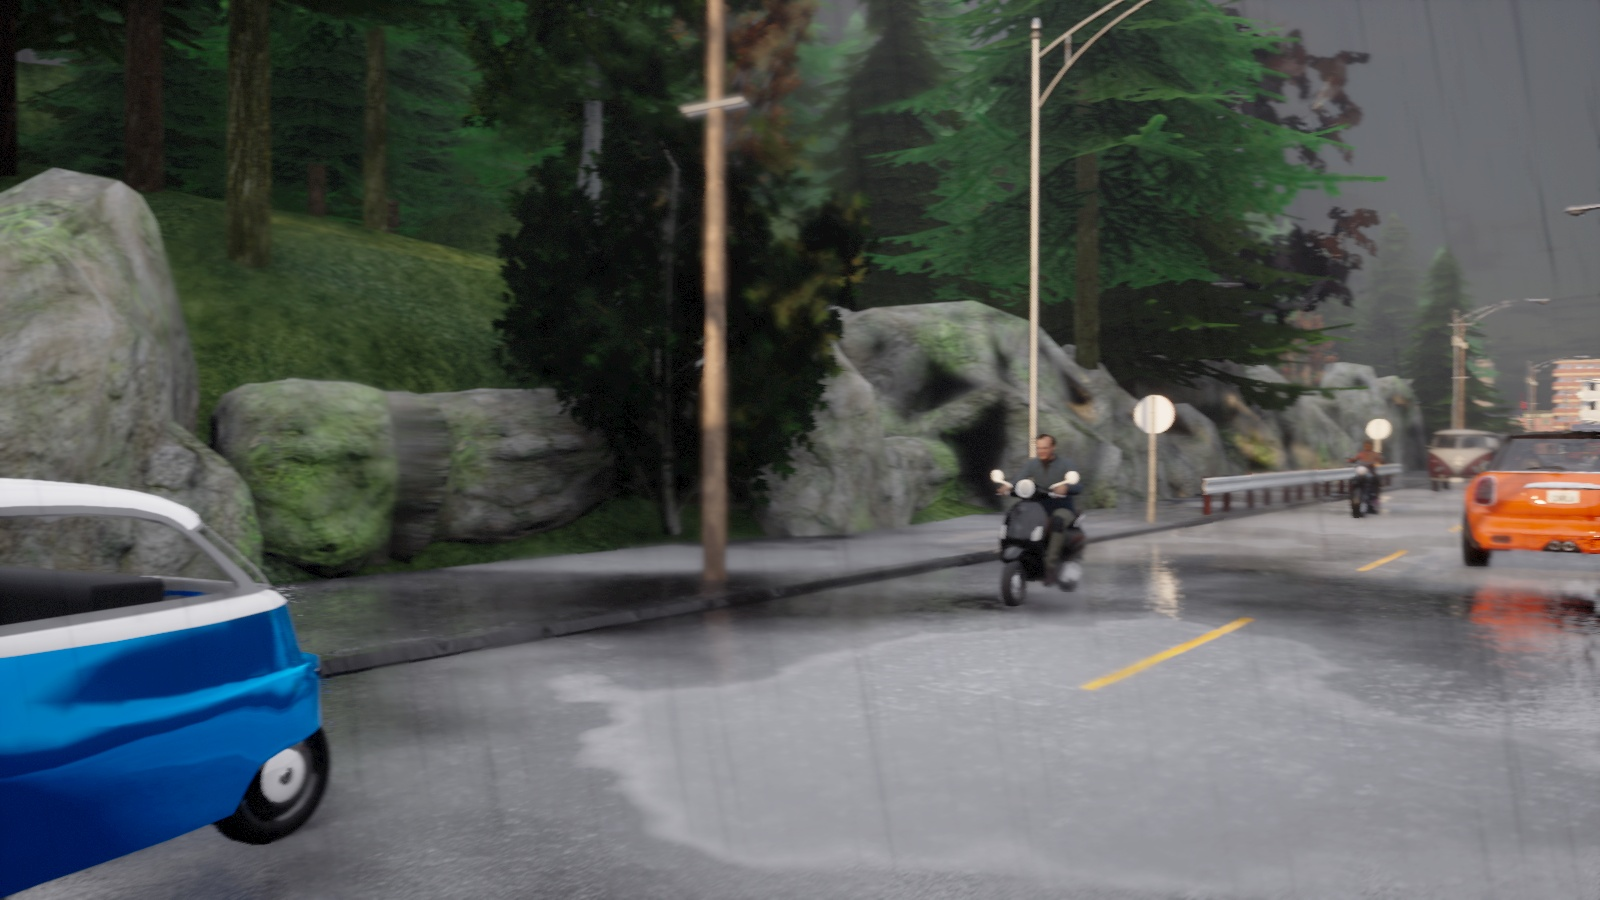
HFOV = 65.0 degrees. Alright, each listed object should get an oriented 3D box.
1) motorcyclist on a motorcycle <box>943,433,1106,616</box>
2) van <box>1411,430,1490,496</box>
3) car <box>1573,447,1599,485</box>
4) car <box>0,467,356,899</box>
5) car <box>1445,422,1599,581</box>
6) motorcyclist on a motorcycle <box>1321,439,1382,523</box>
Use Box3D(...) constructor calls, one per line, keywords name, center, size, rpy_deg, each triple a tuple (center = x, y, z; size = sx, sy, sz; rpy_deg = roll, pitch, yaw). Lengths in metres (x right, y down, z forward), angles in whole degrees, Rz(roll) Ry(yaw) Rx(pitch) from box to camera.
Box3D(name="motorcyclist on a motorcycle", center=(2.162, 0.639, 11.898), size=(0.866, 1.590, 1.817), rpy_deg=(1, 0, 33))
Box3D(name="van", center=(21.067, 0.387, 40.593), size=(1.775, 1.987, 4.442), rpy_deg=(1, 0, 33))
Box3D(name="car", center=(32.994, 0.644, 51.335), size=(2.163, 1.488, 4.792), rpy_deg=(1, 0, 34))
Box3D(name="car", center=(-2.778, 0.758, 3.923), size=(1.481, 1.376, 2.207), rpy_deg=(0, 0, 27))
Box3D(name="car", center=(9.744, 0.568, 16.137), size=(2.097, 1.767, 4.553), rpy_deg=(1, 0, 33))
Box3D(name="motorcyclist on a motorcycle", center=(11.406, 0.610, 25.933), size=(0.766, 1.649, 2.350), rpy_deg=(1, 1, 33))
